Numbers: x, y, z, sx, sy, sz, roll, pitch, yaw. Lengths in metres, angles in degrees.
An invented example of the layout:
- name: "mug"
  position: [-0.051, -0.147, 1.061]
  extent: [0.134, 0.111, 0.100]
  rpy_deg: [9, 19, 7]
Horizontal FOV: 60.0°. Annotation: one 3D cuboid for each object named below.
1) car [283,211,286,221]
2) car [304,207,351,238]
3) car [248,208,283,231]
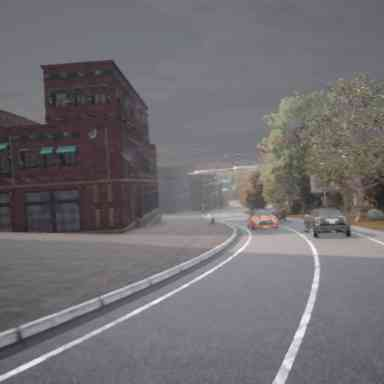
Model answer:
- name: "car"
  position: [9.556, 2.643, 39.209]
  extent: [1.882, 1.535, 5.008]
  rpy_deg: [-4, -3, -2]
- name: "car"
  position: [8.409, 1.801, 21.093]
  extent: [2.097, 1.767, 4.553]
  rpy_deg: [-3, -2, 11]
- name: "car"
  position: [5.995, 2.247, 28.341]
  extent: [2.097, 1.767, 4.553]
  rpy_deg: [-4, -3, 4]
